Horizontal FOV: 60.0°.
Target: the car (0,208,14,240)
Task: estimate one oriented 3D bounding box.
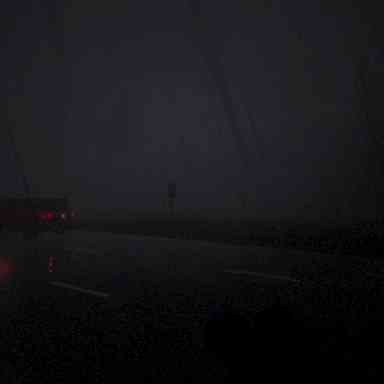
[{"bbox_3d":[-10.130,1.516,14.078,4.892,1.490,1.837,0,0,25],"label":"car"}]

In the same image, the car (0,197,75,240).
[{"bbox_3d":[-8.659,1.258,17.254,5.566,2.045,2.150,0,0,25],"label":"car"}]
